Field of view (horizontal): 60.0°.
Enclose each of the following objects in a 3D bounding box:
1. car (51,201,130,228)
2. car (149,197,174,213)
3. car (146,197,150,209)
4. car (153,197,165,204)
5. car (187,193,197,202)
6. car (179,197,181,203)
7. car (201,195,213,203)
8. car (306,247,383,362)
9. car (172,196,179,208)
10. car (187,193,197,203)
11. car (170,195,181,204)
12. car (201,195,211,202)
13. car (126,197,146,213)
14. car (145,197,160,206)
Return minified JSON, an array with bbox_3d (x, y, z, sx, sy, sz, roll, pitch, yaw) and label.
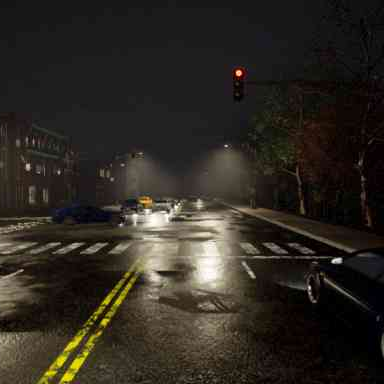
[{"bbox_3d":[-6.807,1.515,22.044,4.674,1.442,1.812,0,1,-22],"label":"car"},{"bbox_3d":[-3.352,1.515,36.972,1.812,1.442,4.674,0,0,0],"label":"car"},{"bbox_3d":[-6.603,1.463,45.904,1.882,1.535,5.008,0,0,0],"label":"car"},{"bbox_3d":[-6.557,1.577,65.737,1.895,1.301,4.718,0,0,0],"label":"car"},{"bbox_3d":[-0.028,1.194,78.538,2.150,2.045,5.566,0,0,0],"label":"car"},{"bbox_3d":[-3.339,1.581,56.320,1.895,1.301,4.718,0,0,0],"label":"car"},{"bbox_3d":[3.329,1.466,68.383,2.128,1.511,4.902,0,0,0],"label":"car"},{"bbox_3d":[3.336,1.563,5.288,1.994,1.385,4.181,0,0,1],"label":"car"},{"bbox_3d":[-3.354,1.476,46.240,2.128,1.511,4.902,0,0,0],"label":"car"},{"bbox_3d":[0.081,1.468,66.816,2.128,1.511,4.902,0,0,0],"label":"car"},{"bbox_3d":[-3.304,1.453,66.596,1.882,1.535,5.008,0,0,0],"label":"car"},{"bbox_3d":[3.223,1.509,78.568,2.033,1.411,5.357,0,0,0],"label":"car"},{"bbox_3d":[-6.631,1.515,36.819,1.812,1.442,4.674,0,0,1],"label":"car"},{"bbox_3d":[-6.595,1.545,55.815,1.994,1.385,4.181,0,0,0],"label":"car"}]
